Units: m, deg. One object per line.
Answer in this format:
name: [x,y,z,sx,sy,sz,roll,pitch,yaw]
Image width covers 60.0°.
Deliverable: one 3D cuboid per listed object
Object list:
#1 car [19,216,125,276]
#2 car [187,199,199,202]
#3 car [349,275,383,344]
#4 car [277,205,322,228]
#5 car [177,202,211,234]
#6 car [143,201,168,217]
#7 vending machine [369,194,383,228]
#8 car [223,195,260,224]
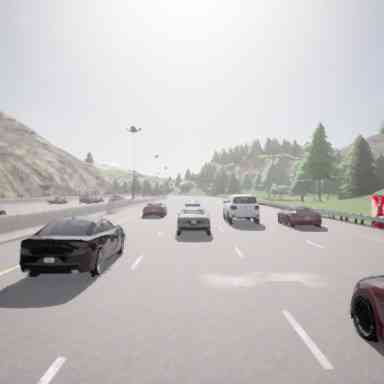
car: [-3.403,1.474,10.407,1.882,1.535,5.008,0,0,0]
car: [0.090,1.533,38.207,2.033,1.411,5.357,0,0,0]
car: [3.593,1.562,3.827,1.994,1.385,4.181,0,0,0]
car: [7.094,1.555,22.364,1.994,1.385,4.181,0,0,0]
car: [0.096,1.540,19.014,2.033,1.411,5.357,0,0,0]
car: [-3.407,1.552,31.169,1.994,1.385,4.181,0,0,0]
vending machine: [11.995,1.186,21.002,1.100,2.100,0.880,0,0,0]
car: [3.593,1.212,24.862,2.150,2.045,5.566,0,0,0]
